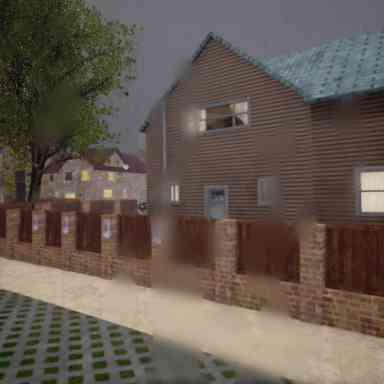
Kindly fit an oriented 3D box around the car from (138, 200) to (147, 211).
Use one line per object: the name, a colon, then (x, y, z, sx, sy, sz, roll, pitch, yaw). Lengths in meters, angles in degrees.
car: (-4.105, 1.351, 37.312, 1.837, 1.490, 4.892, -1, 0, 30)
